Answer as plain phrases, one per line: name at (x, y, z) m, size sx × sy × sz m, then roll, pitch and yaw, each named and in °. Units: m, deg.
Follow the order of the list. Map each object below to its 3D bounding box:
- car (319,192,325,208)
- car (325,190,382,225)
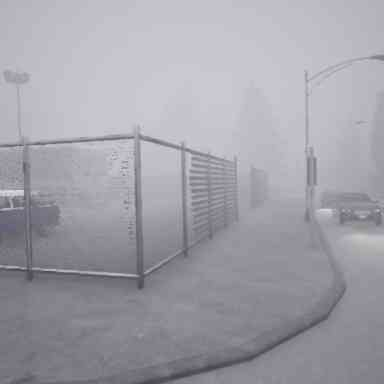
car at (11.496, 0.517, 27.095) m, size 1.994 × 1.385 × 4.181 m, roll -1°, pitch 2°, yaw 17°
car at (8.517, 0.785, 17.532) m, size 2.128 × 1.511 × 4.902 m, roll -1°, pitch 2°, yaw 17°
